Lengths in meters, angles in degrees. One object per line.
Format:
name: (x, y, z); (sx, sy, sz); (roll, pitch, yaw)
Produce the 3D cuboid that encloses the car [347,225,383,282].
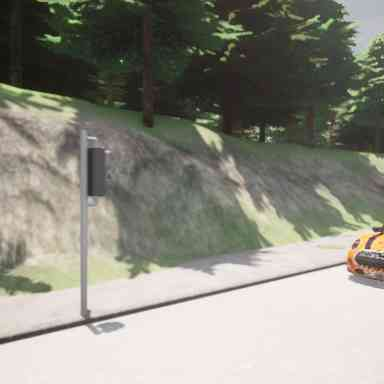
car: (6.220, 1.359, 9.033); (4.553, 1.767, 2.097); (0, 0, -35)
